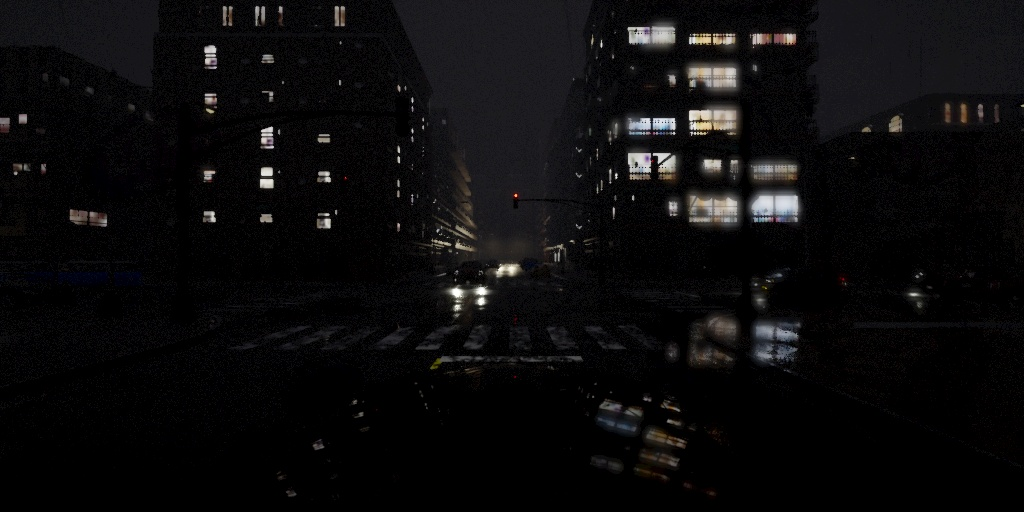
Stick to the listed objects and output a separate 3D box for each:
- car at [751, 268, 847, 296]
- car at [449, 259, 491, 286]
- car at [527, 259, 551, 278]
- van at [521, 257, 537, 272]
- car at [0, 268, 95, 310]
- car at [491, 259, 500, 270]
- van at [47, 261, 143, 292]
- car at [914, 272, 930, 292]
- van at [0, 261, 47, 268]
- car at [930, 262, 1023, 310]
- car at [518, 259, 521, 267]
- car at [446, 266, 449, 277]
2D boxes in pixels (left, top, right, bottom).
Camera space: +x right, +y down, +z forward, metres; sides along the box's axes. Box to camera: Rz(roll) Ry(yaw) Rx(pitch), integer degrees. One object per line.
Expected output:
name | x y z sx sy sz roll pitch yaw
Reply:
car | 14.691 1.303 18.642 4.181 1.385 1.994 0 -1 1
car | -2.799 1.106 24.982 2.097 1.767 4.553 0 0 0
car | 2.628 1.287 33.594 1.751 1.417 4.829 0 0 0
van | 2.502 1.116 47.427 1.690 1.789 3.998 0 0 0
car | -19.362 1.289 13.677 4.403 1.370 2.007 0 0 1
car | -2.859 1.254 53.417 1.837 1.490 4.892 0 0 0
van | -24.850 1.189 21.631 3.998 1.789 1.690 0 0 1
car | 23.865 1.076 18.520 4.553 1.767 2.097 0 -1 1
van | -30.444 1.200 21.706 3.998 1.789 1.690 0 0 1
car | 18.665 1.102 13.164 4.097 1.591 1.967 0 0 1
car | 2.458 1.096 53.081 2.192 1.841 5.009 0 0 0
car | -5.516 1.315 36.033 2.007 1.370 4.403 0 0 0
